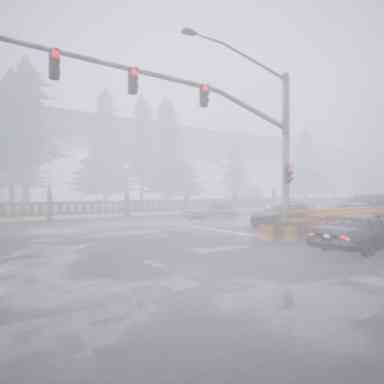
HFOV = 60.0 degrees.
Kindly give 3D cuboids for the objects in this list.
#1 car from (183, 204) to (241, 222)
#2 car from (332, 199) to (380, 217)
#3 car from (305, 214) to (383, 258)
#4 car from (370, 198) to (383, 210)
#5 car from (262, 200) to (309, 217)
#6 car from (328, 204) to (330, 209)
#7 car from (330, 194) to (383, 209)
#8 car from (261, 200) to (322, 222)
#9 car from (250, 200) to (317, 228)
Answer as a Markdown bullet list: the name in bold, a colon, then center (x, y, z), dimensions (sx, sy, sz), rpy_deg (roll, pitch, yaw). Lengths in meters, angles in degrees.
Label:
- **car**: center (1.629, 1.600, 26.623), dimensions (4.718, 1.301, 1.895), rpy_deg (0, 0, -35)
- **car**: center (16.109, 1.489, 32.551), dimensions (4.902, 1.511, 2.128), rpy_deg (0, 0, -35)
- **car**: center (6.625, 1.546, 12.769), dimensions (5.357, 1.411, 2.033), rpy_deg (0, 0, -35)
- **car**: center (25.847, 1.544, 43.793), dimensions (5.357, 1.411, 2.033), rpy_deg (0, 0, -35)
- **car**: center (8.947, 1.524, 31.768), dimensions (4.674, 1.442, 1.812), rpy_deg (0, 0, -35)
- **car**: center (17.383, 1.489, 37.758), dimensions (4.902, 1.511, 2.128), rpy_deg (0, 0, -35)
- **car**: center (13.910, 1.219, 26.717), dimensions (5.566, 2.045, 2.150), rpy_deg (0, 0, -35)
- **car**: center (8.098, 1.490, 26.911), dimensions (4.902, 1.511, 2.128), rpy_deg (0, 0, -35)
- **car**: center (5.806, 1.476, 20.965), dimensions (5.008, 1.535, 1.882), rpy_deg (0, 0, -36)
